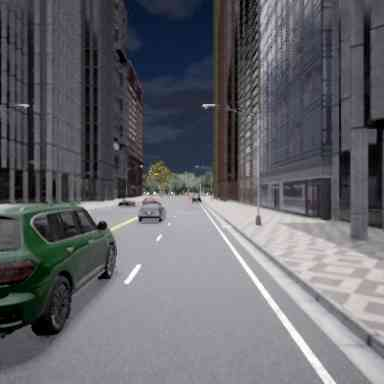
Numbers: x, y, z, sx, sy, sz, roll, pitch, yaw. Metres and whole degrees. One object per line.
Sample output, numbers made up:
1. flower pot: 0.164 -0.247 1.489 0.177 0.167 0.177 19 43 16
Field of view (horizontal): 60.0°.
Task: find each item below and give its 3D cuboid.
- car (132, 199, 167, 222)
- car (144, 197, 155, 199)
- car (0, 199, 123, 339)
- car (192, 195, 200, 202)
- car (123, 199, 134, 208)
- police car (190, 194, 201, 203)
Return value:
1. car: -3.146 1.580 26.960 2.033 1.411 5.357 0 0 0
2. car: -6.556 1.531 51.152 1.882 1.535 5.008 0 0 0
3. car: -3.149 1.230 6.834 2.150 2.045 5.566 0 0 0
4. car: 0.985 1.528 80.235 1.801 1.575 5.366 0 0 0
5. car: -9.810 1.654 50.344 1.895 1.301 4.718 0 0 0
6. police car: 0.984 1.492 70.155 1.930 1.638 5.238 0 0 0
